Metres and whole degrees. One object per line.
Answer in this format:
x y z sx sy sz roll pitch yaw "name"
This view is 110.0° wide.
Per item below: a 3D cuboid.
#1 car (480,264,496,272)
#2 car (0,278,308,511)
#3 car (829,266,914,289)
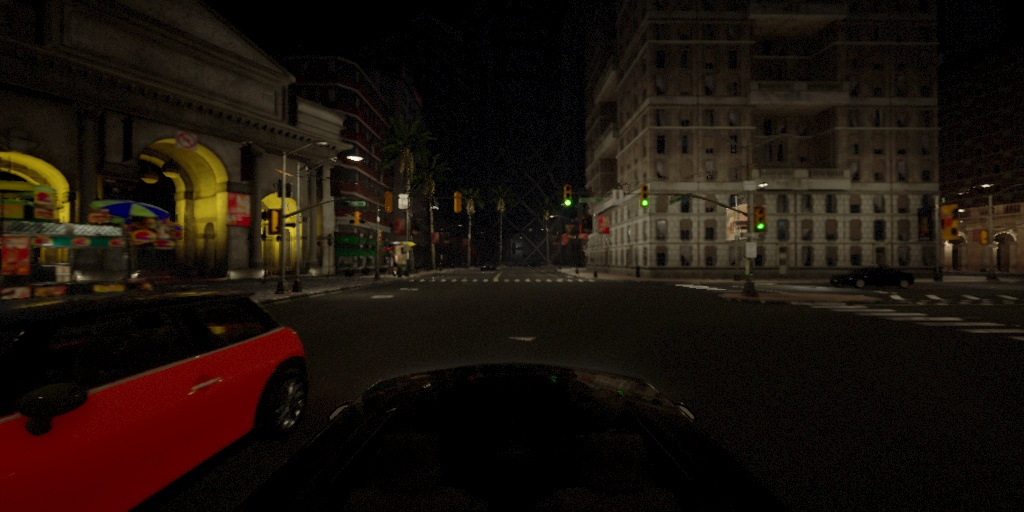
-4.009 1.997 61.469 2.033 1.411 5.357 0 0 9 "car"
-3.497 1.105 2.400 2.097 1.767 4.553 0 -1 0 "car"
25.762 1.512 25.793 5.008 1.535 1.882 0 -1 0 "car"
